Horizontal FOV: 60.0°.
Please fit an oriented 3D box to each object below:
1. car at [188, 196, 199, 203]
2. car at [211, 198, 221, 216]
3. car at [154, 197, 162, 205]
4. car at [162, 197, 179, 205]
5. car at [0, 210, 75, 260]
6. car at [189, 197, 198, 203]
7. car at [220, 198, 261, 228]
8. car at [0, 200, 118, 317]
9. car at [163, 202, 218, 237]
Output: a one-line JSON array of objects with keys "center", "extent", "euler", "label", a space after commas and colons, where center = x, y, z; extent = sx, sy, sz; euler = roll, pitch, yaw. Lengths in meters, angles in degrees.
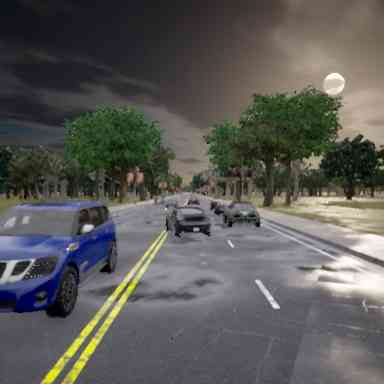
[{"center": [0.321, 1.589, 63.992], "extent": [2.097, 1.767, 4.553], "euler": [0, 0, 0], "label": "car"}, {"center": [3.433, 1.632, 34.377], "extent": [2.163, 1.488, 4.792], "euler": [0, 0, 0], "label": "car"}, {"center": [-6.287, 1.731, 64.889], "extent": [2.128, 1.511, 4.902], "euler": [0, 0, 1], "label": "car"}, {"center": [-3.111, 1.695, 51.047], "extent": [1.837, 1.490, 4.892], "euler": [0, 0, 0], "label": "car"}, {"center": [-6.516, 1.575, 13.546], "extent": [1.812, 1.442, 4.674], "euler": [0, 0, 0], "label": "car"}, {"center": [0.244, 1.826, 77.031], "extent": [1.994, 1.385, 4.181], "euler": [0, 0, 0], "label": "car"}, {"center": [3.387, 1.439, 23.312], "extent": [2.097, 1.767, 4.553], "euler": [0, 0, 0], "label": "car"}, {"center": [-3.299, 1.250, 7.872], "extent": [2.150, 2.045, 5.566], "euler": [0, 0, 0], "label": "car"}, {"center": [-0.282, 1.575, 18.652], "extent": [1.837, 1.490, 4.892], "euler": [-2, 0, -12], "label": "car"}]
